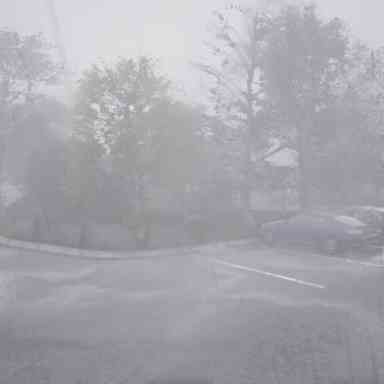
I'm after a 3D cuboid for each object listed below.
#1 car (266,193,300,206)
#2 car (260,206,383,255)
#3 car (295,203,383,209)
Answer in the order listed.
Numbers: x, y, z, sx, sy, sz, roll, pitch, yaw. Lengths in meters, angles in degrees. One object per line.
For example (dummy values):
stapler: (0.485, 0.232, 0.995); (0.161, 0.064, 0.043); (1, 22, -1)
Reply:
car: (11.759, 0.870, 43.191); (2.097, 1.767, 4.553); (-4, 3, -36)
car: (4.845, 1.491, 13.276); (2.002, 1.452, 4.674); (-1, 0, -35)
car: (7.511, 1.414, 15.178); (2.231, 1.521, 4.892); (-1, 0, -36)
